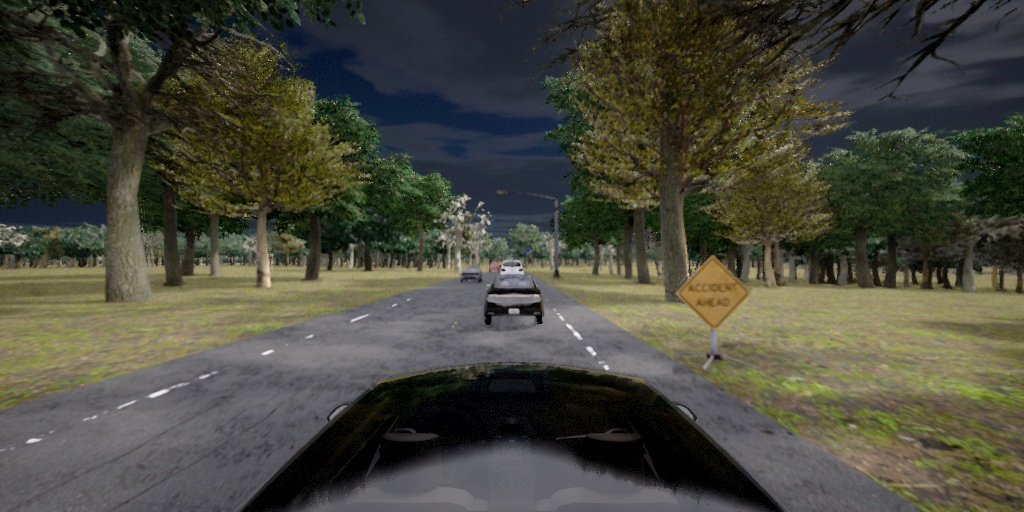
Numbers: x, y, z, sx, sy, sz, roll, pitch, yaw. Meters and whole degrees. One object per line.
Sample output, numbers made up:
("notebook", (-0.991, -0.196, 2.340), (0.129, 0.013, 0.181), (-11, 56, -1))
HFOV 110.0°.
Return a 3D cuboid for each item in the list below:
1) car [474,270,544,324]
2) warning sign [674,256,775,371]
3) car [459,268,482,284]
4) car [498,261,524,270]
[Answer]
("car", (0.060, 1.398, 12.681), (2.128, 1.511, 4.902), (0, -1, 0))
("warning sign", (3.542, 0.927, 6.281), (1.300, 1.860, 1.060), (0, 0, 0))
("car", (-3.676, 1.782, 33.579), (2.033, 1.411, 5.357), (0, -1, 0))
("car", (0.021, 1.476, 34.729), (2.150, 2.045, 5.566), (0, -1, 0))
